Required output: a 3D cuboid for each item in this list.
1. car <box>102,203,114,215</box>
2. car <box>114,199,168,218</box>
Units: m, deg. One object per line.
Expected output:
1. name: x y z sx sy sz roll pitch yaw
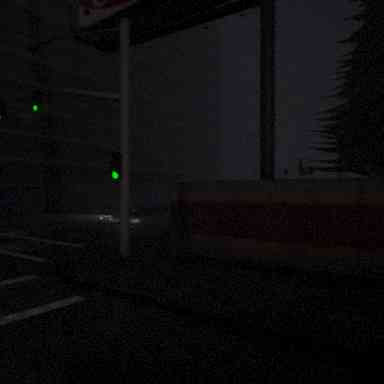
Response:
1. car: -6.753 1.533 32.695 1.994 1.385 4.181 0 0 35
2. car: -4.257 1.452 30.162 1.882 1.535 5.008 0 0 35
